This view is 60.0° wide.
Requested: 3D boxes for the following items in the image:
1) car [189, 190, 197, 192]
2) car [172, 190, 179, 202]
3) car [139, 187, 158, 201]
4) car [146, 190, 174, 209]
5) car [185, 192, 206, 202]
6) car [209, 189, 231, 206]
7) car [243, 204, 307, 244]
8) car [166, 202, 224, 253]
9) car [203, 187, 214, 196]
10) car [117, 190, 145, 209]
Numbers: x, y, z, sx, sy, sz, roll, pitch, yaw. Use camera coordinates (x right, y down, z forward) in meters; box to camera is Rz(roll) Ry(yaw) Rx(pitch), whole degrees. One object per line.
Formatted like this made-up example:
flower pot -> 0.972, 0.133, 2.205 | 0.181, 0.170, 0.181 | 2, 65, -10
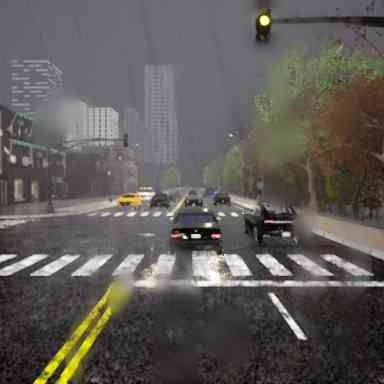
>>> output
car -> 0.150, 0.365, 64.612 | 1.882, 1.535, 5.008 | 0, 1, 0
car -> -3.223, 0.761, 46.629 | 1.994, 1.385, 4.181 | 0, 1, 0
car -> -6.476, 0.411, 46.510 | 2.150, 2.045, 5.566 | 0, 2, 0
car -> -3.263, 0.877, 34.913 | 1.882, 1.535, 5.008 | 0, 1, 0
car -> 0.184, 0.981, 36.045 | 1.895, 1.301, 4.718 | 0, 1, 0
car -> 3.441, 0.802, 39.318 | 1.882, 1.535, 5.008 | 0, 1, 0
car -> 3.384, 1.247, 14.316 | 2.128, 1.511, 4.902 | 0, 1, 0
car -> 0.128, 1.332, 12.527 | 2.033, 1.411, 5.357 | 0, 1, 0
car -> 3.401, 0.108, 64.785 | 2.150, 2.045, 5.566 | 0, 1, 0
car -> -6.511, 0.877, 34.901 | 1.882, 1.535, 5.008 | 0, 1, 0
